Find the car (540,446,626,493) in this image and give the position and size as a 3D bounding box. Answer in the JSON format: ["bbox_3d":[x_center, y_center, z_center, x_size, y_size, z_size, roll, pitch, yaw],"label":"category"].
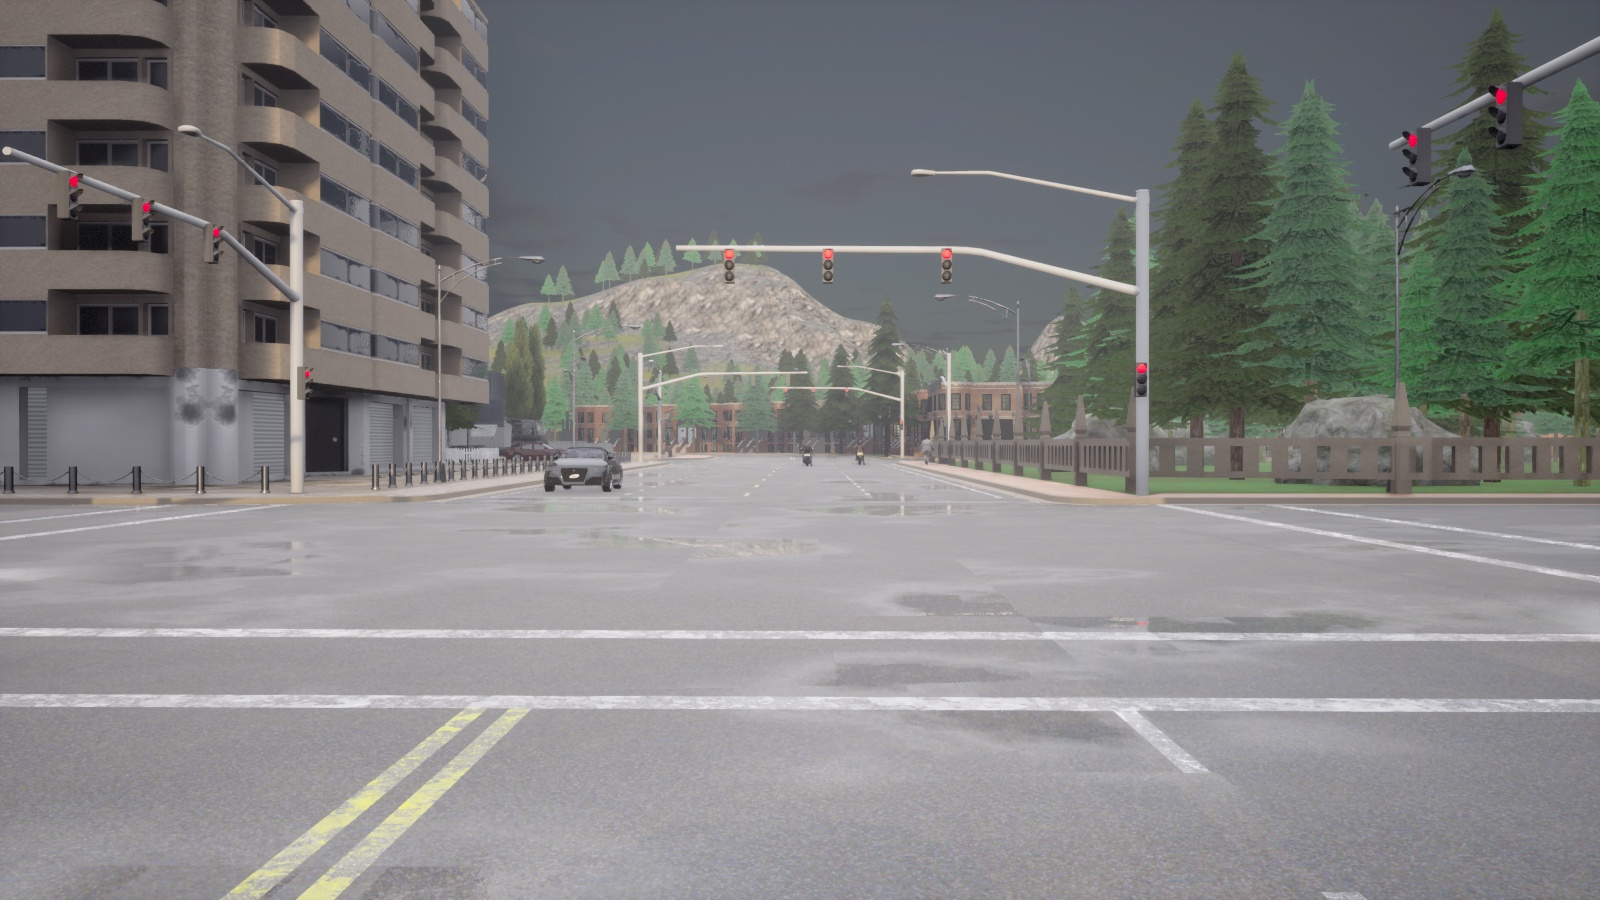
[{"bbox_3d":[-6.774,0.582,39.592,1.994,1.385,4.181,0,0,0],"label":"car"}]

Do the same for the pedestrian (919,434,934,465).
[{"bbox_3d":[7.610,-0.014,75.353,0.874,1.855,0.900,0,0,5],"label":"pedestrian"}]

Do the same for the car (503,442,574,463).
[{"bbox_3d":[-19.808,0.170,95.341,5.008,1.535,1.882,0,0,0],"label":"car"}]
